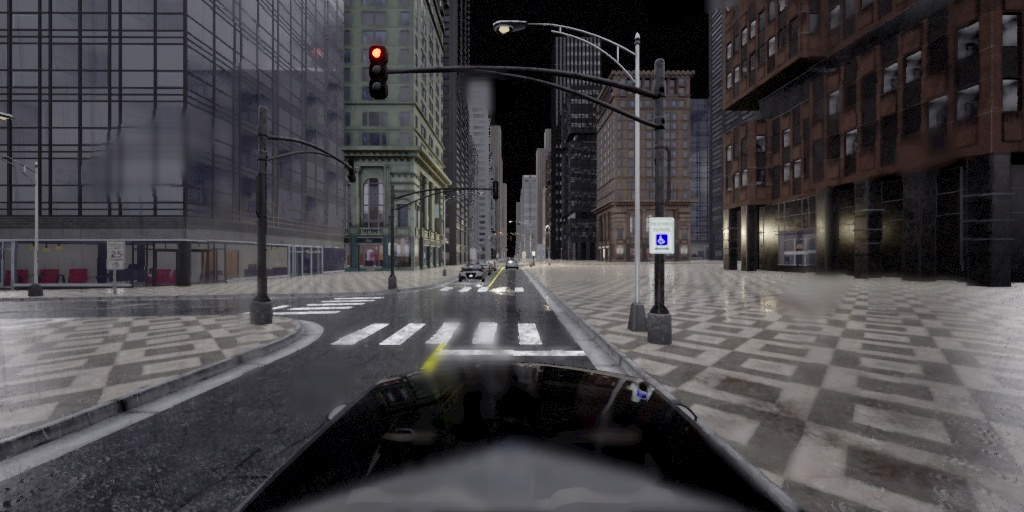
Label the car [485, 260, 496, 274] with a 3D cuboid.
[{"bbox_3d":[-3.102,1.244,37.916,2.128,1.511,4.902,0,0,0],"label":"car"}]

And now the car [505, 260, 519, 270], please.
[{"bbox_3d":[-0.010,1.325,53.357,1.994,1.385,4.181,0,0,0],"label":"car"}]

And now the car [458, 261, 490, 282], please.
[{"bbox_3d":[-3.109,1.314,28.945,1.994,1.385,4.181,0,0,0],"label":"car"}]
